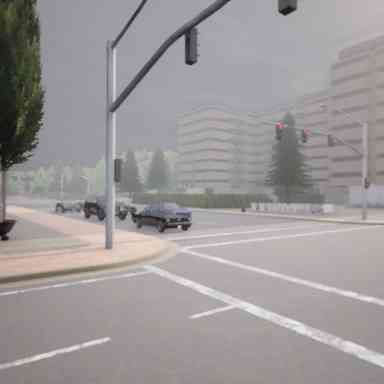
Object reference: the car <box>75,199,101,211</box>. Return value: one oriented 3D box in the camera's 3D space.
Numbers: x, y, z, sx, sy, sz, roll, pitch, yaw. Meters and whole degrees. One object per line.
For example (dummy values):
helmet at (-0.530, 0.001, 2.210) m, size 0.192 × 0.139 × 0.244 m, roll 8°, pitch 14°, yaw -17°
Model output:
car at (-13.384, 1.610, 42.493) m, size 1.812 × 1.442 × 4.674 m, roll 0°, pitch 0°, yaw -35°

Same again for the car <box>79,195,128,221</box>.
car at (-7.474, 1.285, 28.295) m, size 2.150 × 2.045 × 5.566 m, roll 0°, pitch 0°, yaw -36°

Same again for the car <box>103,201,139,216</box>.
car at (-7.390, 1.686, 34.158) m, size 1.895 × 1.301 × 4.718 m, roll 0°, pitch 0°, yaw -36°

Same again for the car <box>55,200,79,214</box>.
car at (-13.937, 1.589, 37.256) m, size 1.812 × 1.442 × 4.674 m, roll 0°, pitch 0°, yaw -36°

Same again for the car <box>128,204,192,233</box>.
car at (-1.960, 1.664, 20.599) m, size 1.895 × 1.301 × 4.718 m, roll 0°, pitch 0°, yaw -35°

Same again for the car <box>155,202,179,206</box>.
car at (-1.932, 1.562, 26.592) m, size 1.882 × 1.535 × 5.008 m, roll 0°, pitch 0°, yaw -36°
